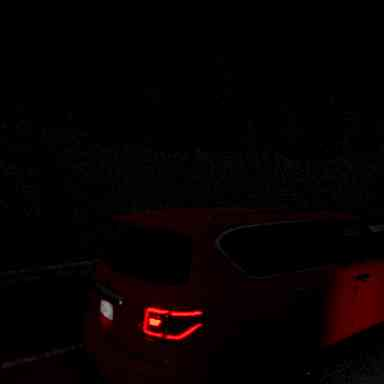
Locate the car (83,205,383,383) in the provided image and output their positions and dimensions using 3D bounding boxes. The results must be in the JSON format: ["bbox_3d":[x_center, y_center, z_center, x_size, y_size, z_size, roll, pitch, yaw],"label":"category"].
[{"bbox_3d":[1.350,1.211,4.759,5.566,2.045,2.150,0,0,-36],"label":"car"}]
